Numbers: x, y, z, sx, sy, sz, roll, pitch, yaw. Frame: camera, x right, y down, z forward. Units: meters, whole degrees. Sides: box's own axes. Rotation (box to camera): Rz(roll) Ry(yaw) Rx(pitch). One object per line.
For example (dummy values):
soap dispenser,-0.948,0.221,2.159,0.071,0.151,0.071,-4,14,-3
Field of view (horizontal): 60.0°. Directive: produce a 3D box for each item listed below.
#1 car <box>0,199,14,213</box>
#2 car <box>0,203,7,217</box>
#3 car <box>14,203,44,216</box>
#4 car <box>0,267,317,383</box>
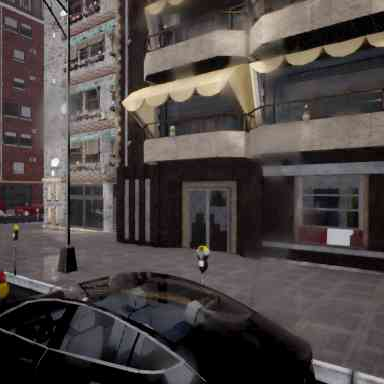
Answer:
car,-20.593,1.598,32.155,2.192,1.841,5.009,-1,-2,35
car,-19.434,1.863,29.280,1.895,1.301,4.718,0,-1,35
car,-17.307,1.931,36.801,1.887,1.381,4.507,-1,-2,35
car,-0.923,1.566,3.527,4.313,1.339,1.947,0,0,35
